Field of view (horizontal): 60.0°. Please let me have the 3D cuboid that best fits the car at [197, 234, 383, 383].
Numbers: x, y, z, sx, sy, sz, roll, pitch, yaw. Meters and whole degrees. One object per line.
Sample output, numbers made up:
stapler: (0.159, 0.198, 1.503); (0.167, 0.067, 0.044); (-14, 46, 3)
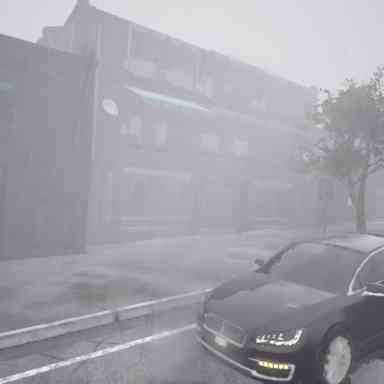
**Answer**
car: (2.317, 1.506, 5.327); (4.892, 1.490, 1.837); (0, 0, -35)
